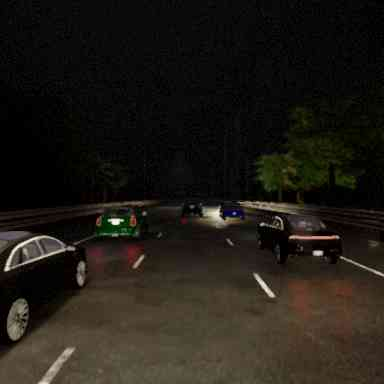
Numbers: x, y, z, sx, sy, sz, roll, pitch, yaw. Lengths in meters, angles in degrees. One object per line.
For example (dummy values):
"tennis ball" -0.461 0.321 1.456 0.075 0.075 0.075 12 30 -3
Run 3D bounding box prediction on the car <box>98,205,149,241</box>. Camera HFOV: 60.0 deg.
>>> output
"car" -3.502 1.443 17.368 2.097 1.767 4.553 0 0 0

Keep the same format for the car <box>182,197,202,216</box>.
"car" 0.000 1.646 36.288 2.097 1.767 4.553 0 -1 0

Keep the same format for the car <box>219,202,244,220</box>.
"car" 3.598 1.696 30.734 1.882 1.535 5.008 0 0 0

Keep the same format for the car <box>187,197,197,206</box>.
"car" -0.007 2.322 79.472 2.150 2.045 5.566 0 -1 0

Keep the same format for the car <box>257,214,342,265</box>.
"car" 3.601 1.545 11.924 2.128 1.511 4.902 0 0 0

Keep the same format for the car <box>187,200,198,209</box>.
"car" 0.094 2.187 57.053 1.812 1.442 4.674 0 -1 0

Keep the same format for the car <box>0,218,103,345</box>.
"car" -3.500 1.515 6.395 2.128 1.511 4.902 0 0 0
